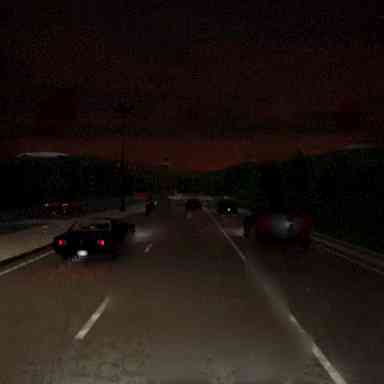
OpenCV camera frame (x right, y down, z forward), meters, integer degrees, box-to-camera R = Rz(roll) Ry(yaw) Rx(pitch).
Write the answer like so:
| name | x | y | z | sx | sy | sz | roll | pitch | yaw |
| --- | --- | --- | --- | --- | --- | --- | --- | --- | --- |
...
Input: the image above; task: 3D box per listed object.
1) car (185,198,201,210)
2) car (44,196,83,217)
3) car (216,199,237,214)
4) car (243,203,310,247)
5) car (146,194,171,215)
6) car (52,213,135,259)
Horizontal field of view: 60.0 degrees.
| name | x | y | z | sx | sy | sz | roll | pitch | yaw |
| --- | --- | --- | --- | --- | --- | --- | --- | --- | --- |
| car | 0.163 | 1.462 | 41.865 | 1.882 | 1.535 | 5.008 | 0 | 0 | 0 |
| car | -11.456 | 1.148 | 29.849 | 2.097 | 1.767 | 4.553 | 0 | 0 | 0 |
| car | 3.652 | 1.492 | 35.306 | 1.837 | 1.490 | 4.892 | 0 | 0 | 0 |
| car | 3.624 | 1.347 | 15.039 | 2.097 | 1.767 | 4.553 | 0 | 0 | 0 |
| car | -3.350 | 1.208 | 33.697 | 2.150 | 2.045 | 5.566 | 0 | 0 | 0 |
| car | -3.382 | 1.595 | 12.514 | 1.895 | 1.301 | 4.718 | 0 | 0 | 0 |
